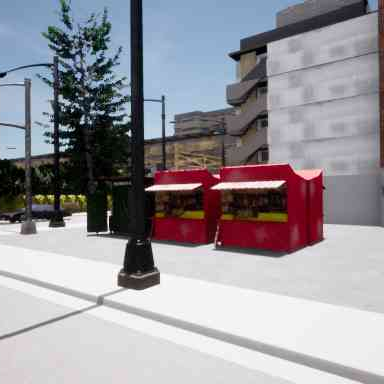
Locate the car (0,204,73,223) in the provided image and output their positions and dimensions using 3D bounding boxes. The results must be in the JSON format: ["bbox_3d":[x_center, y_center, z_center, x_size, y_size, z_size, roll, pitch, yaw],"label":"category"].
[{"bbox_3d":[-12.444,1.686,26.971,2.033,1.411,5.357,-1,-1,36],"label":"car"}]

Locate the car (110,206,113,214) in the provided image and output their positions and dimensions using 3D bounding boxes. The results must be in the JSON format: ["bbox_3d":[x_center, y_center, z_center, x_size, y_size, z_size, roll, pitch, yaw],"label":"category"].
[{"bbox_3d":[-6.440,1.490,35.257,2.097,1.767,4.553,-1,-1,36],"label":"car"}]
